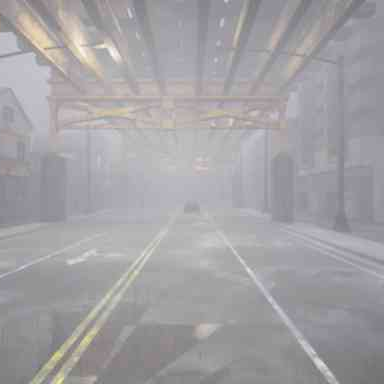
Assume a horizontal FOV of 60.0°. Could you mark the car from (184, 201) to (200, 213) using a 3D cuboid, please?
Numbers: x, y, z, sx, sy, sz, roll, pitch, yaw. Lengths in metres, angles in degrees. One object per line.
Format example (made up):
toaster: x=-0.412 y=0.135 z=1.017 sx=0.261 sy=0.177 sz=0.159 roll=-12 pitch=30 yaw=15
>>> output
car: x=-0.002 y=1.867 z=41.833 sx=2.033 sy=1.411 sz=5.357 roll=0 pitch=0 yaw=0

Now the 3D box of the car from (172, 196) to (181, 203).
car: x=-3.506 y=1.682 z=74.592 sx=2.033 sy=1.411 sz=5.357 roll=0 pitch=0 yaw=0
